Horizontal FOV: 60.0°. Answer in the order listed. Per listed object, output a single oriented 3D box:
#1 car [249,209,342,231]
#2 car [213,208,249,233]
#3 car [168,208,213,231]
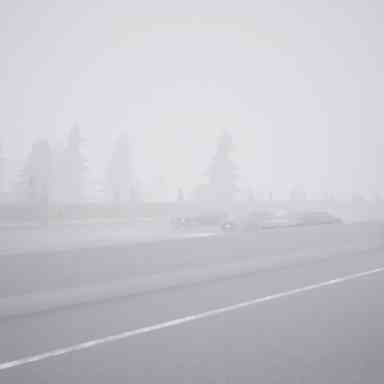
[{"bbox_3d":[5.421,1.616,16.459,5.008,1.535,1.882,1,0,-35],"label":"car"},{"bbox_3d":[3.622,1.705,19.474,4.181,1.385,1.994,1,0,-35],"label":"car"},{"bbox_3d":[0.823,1.732,21.778,4.718,1.301,1.895,1,0,-36],"label":"car"}]
